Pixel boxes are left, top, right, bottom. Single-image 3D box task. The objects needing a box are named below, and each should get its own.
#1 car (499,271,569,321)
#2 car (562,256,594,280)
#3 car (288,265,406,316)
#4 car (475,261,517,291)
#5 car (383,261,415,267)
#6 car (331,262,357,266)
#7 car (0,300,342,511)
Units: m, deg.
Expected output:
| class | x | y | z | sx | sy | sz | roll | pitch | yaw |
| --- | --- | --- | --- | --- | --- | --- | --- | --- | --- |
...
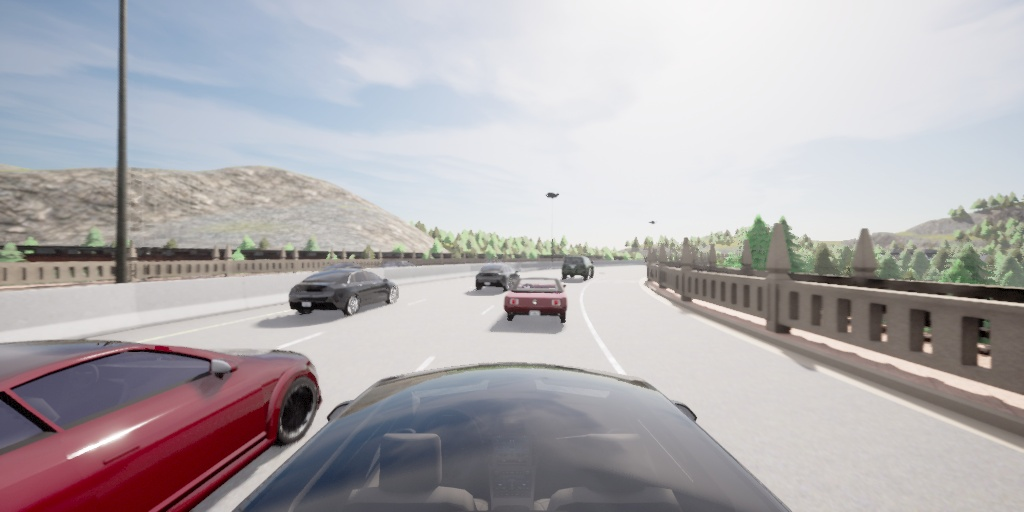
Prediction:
| class | x | y | z | sx | sy | sz | roll | pitch | yaw |
| --- | --- | --- | --- | --- | --- | --- | --- | --- | --- |
| car | 0.951 | 1.366 | 12.531 | 1.895 | 1.301 | 4.718 | 0 | 0 | 7 |
| car | 5.919 | 1.029 | 31.904 | 2.150 | 2.045 | 5.566 | 0 | 0 | 21 |
| car | -5.946 | 1.236 | 13.313 | 1.837 | 1.490 | 4.892 | 0 | 0 | 7 |
| car | -0.797 | 1.270 | 21.865 | 1.837 | 1.490 | 4.892 | 0 | 0 | 13 |
| car | -11.549 | 1.217 | 35.481 | 2.128 | 1.511 | 4.902 | 0 | 0 | 19 |
| car | -15.880 | 1.267 | 33.601 | 1.994 | 1.385 | 4.181 | 0 | 0 | 18 |
| car | -3.274 | 1.298 | 2.609 | 1.994 | 1.385 | 4.181 | 0 | 0 | 1 |
